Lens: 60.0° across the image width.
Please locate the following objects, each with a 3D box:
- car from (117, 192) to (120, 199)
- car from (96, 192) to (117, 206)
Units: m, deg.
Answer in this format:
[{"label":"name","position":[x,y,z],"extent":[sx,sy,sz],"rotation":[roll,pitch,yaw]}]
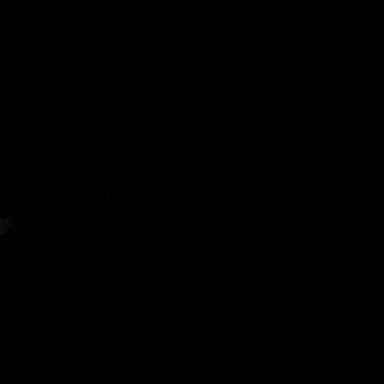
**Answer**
[{"label":"car","position":[-16.320,0.749,70.565],"extent":[1.994,1.385,4.181],"rotation":[0,3,-11]},{"label":"car","position":[-13.776,1.032,52.516],"extent":[2.150,2.045,5.566],"rotation":[-1,1,-6]}]
